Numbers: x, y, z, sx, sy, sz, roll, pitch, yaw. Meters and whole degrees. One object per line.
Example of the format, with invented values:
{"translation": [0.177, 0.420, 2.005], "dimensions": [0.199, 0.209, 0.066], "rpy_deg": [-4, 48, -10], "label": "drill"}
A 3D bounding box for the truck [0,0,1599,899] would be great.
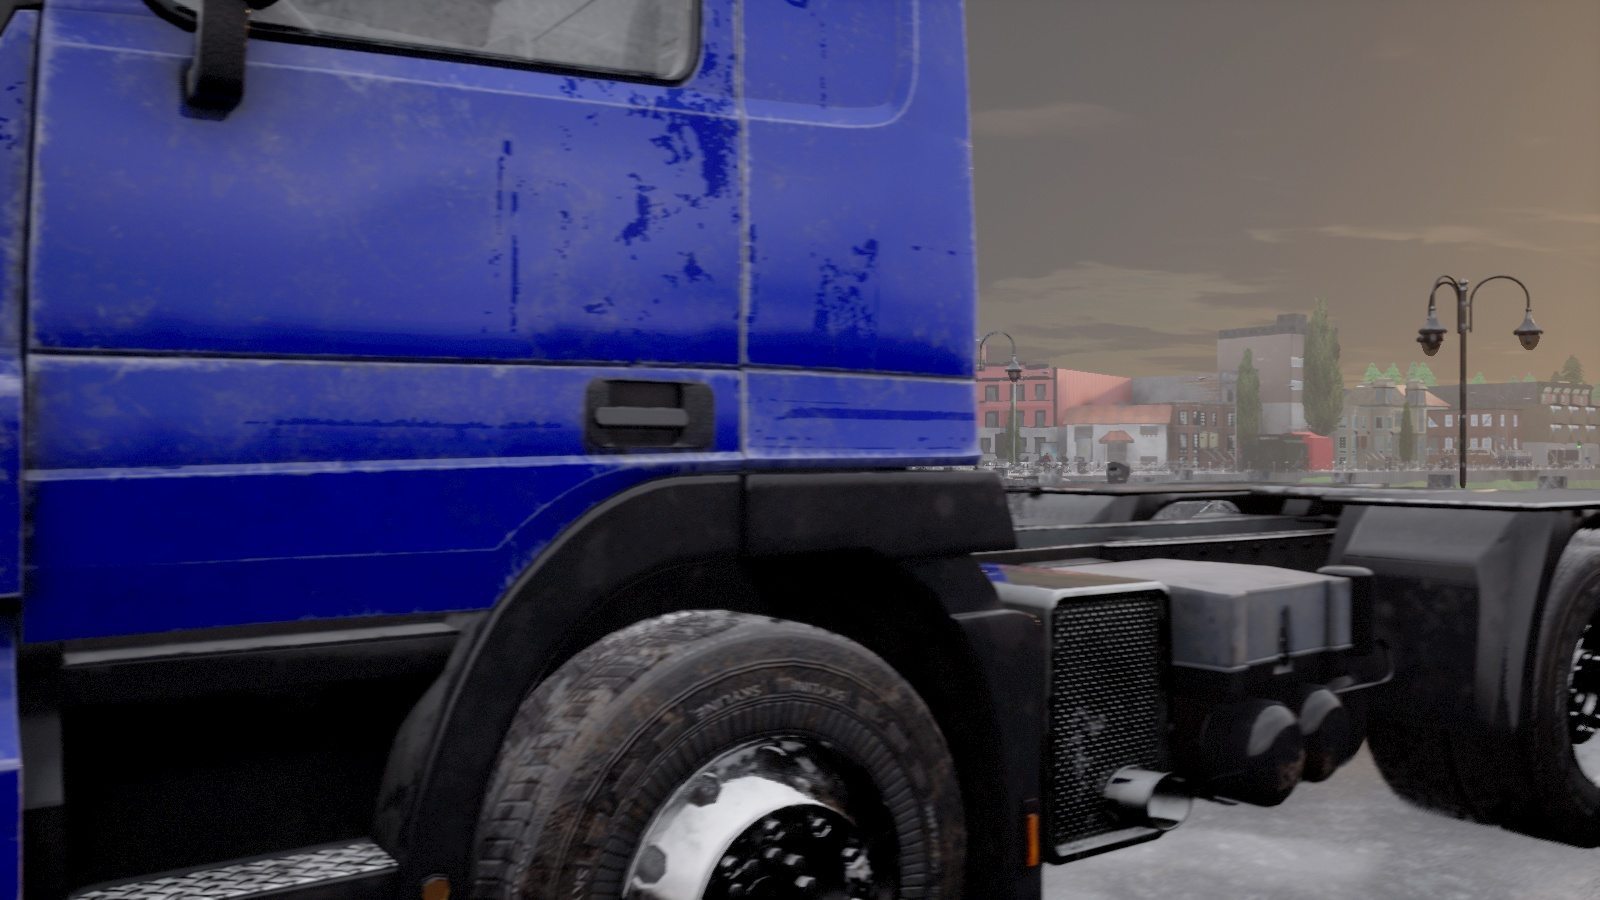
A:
{"translation": [0.929, -0.227, 4.919], "dimensions": [7.936, 3.462, 2.891], "rpy_deg": [0, 0, -35], "label": "truck"}

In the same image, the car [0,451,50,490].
{"translation": [-35.551, 0.884, 54.665], "dimensions": [4.856, 1.649, 2.033], "rpy_deg": [0, 0, -35], "label": "car"}
